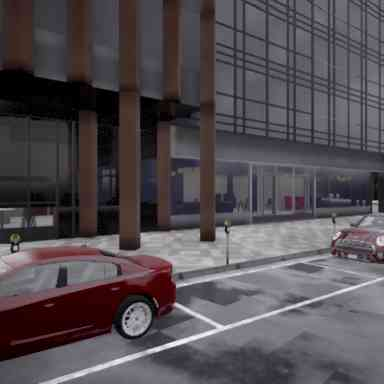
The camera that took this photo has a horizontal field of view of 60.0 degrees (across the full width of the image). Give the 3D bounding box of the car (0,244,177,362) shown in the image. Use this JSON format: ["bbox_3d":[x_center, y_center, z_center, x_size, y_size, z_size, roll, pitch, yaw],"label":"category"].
[{"bbox_3d":[-2.368,1.543,4.960,4.507,1.381,1.887,0,0,-35],"label":"car"}]

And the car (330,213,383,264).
[{"bbox_3d":[6.518,1.440,11.298,4.097,1.590,1.967,0,0,-35],"label":"car"}]
